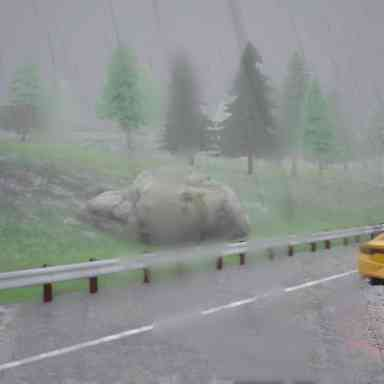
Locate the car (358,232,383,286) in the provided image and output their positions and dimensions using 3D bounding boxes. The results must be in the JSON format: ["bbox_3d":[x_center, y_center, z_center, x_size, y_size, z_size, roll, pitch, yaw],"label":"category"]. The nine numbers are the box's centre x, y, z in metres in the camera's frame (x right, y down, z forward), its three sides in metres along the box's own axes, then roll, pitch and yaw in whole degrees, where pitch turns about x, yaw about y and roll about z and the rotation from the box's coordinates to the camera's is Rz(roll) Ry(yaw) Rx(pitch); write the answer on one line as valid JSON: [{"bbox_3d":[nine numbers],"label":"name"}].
[{"bbox_3d":[6.081,1.480,8.257,5.008,1.535,1.882,0,0,-37],"label":"car"}]
